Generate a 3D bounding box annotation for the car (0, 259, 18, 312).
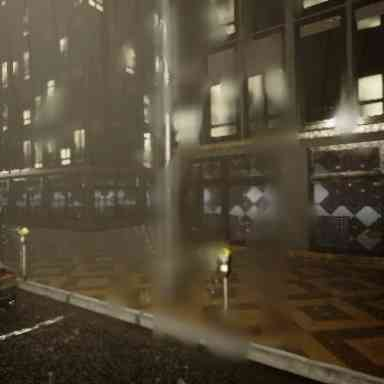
[{"bbox_3d":[-5.133,1.610,6.541,4.403,1.369,2.008,-1,-1,35],"label":"car"}]
